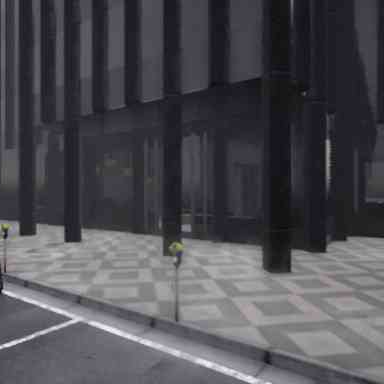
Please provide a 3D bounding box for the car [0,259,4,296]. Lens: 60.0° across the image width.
[{"bbox_3d":[-5.869,1.438,7.151,4.097,1.590,1.967,0,0,36],"label":"car"}]
